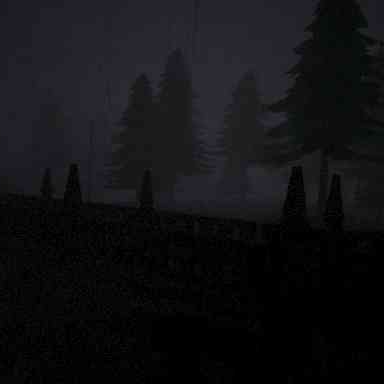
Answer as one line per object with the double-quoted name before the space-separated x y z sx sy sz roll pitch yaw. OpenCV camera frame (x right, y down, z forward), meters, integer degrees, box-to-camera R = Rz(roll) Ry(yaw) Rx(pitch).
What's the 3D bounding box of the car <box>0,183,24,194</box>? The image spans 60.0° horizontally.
"car" -20.909 -0.217 36.182 2.128 1.511 4.902 4 2 37
